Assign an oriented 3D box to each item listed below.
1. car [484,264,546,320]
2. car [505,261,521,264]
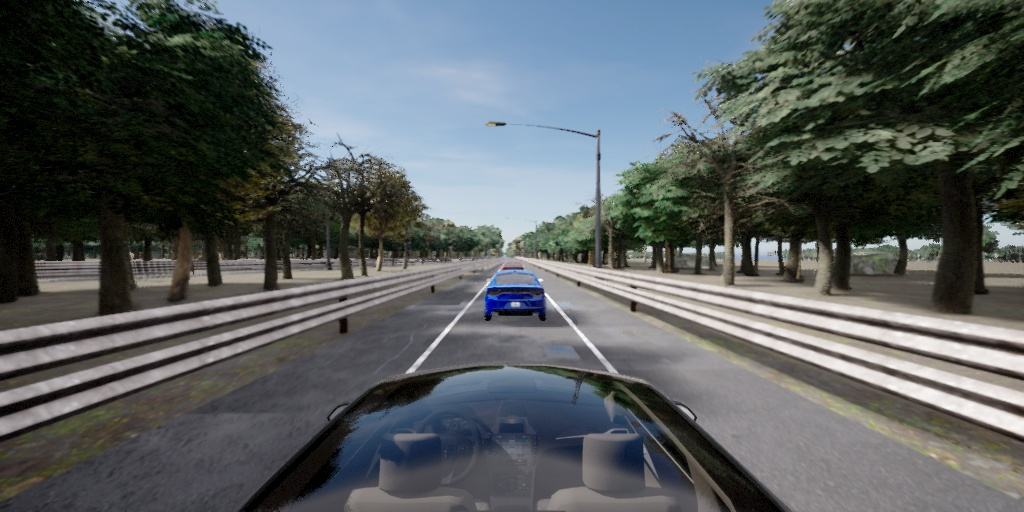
[{"bbox_3d":[0.101,1.225,12.673,1.882,1.535,5.008,0,0,0],"label":"car"},{"bbox_3d":[0.105,1.210,31.100,1.882,1.535,5.008,0,0,0],"label":"car"}]
